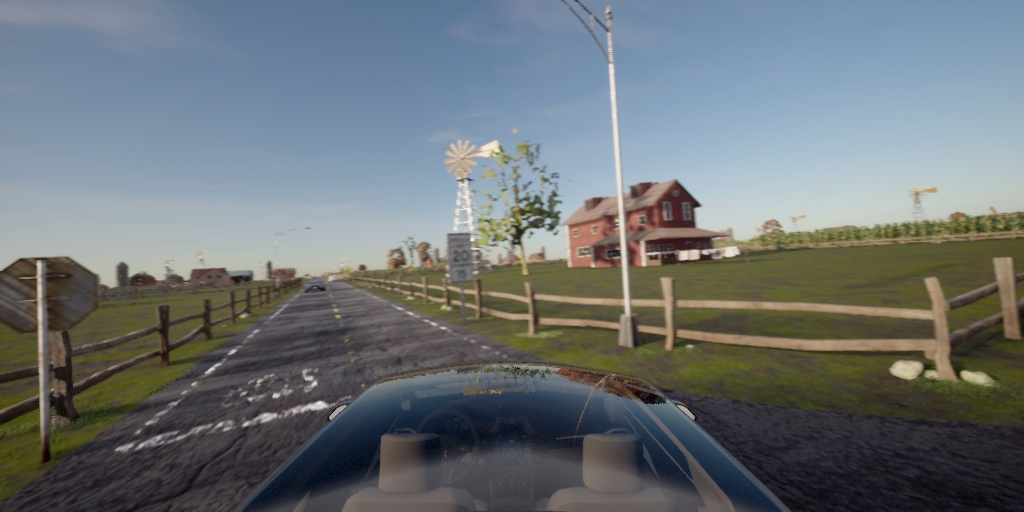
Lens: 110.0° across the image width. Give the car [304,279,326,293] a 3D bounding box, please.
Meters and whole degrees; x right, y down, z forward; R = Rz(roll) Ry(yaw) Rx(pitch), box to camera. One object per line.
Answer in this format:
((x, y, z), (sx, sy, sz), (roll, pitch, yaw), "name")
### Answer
((-22.268, 3.340, 40.588), (1.994, 1.385, 4.181), (-3, -1, -28), "car")
